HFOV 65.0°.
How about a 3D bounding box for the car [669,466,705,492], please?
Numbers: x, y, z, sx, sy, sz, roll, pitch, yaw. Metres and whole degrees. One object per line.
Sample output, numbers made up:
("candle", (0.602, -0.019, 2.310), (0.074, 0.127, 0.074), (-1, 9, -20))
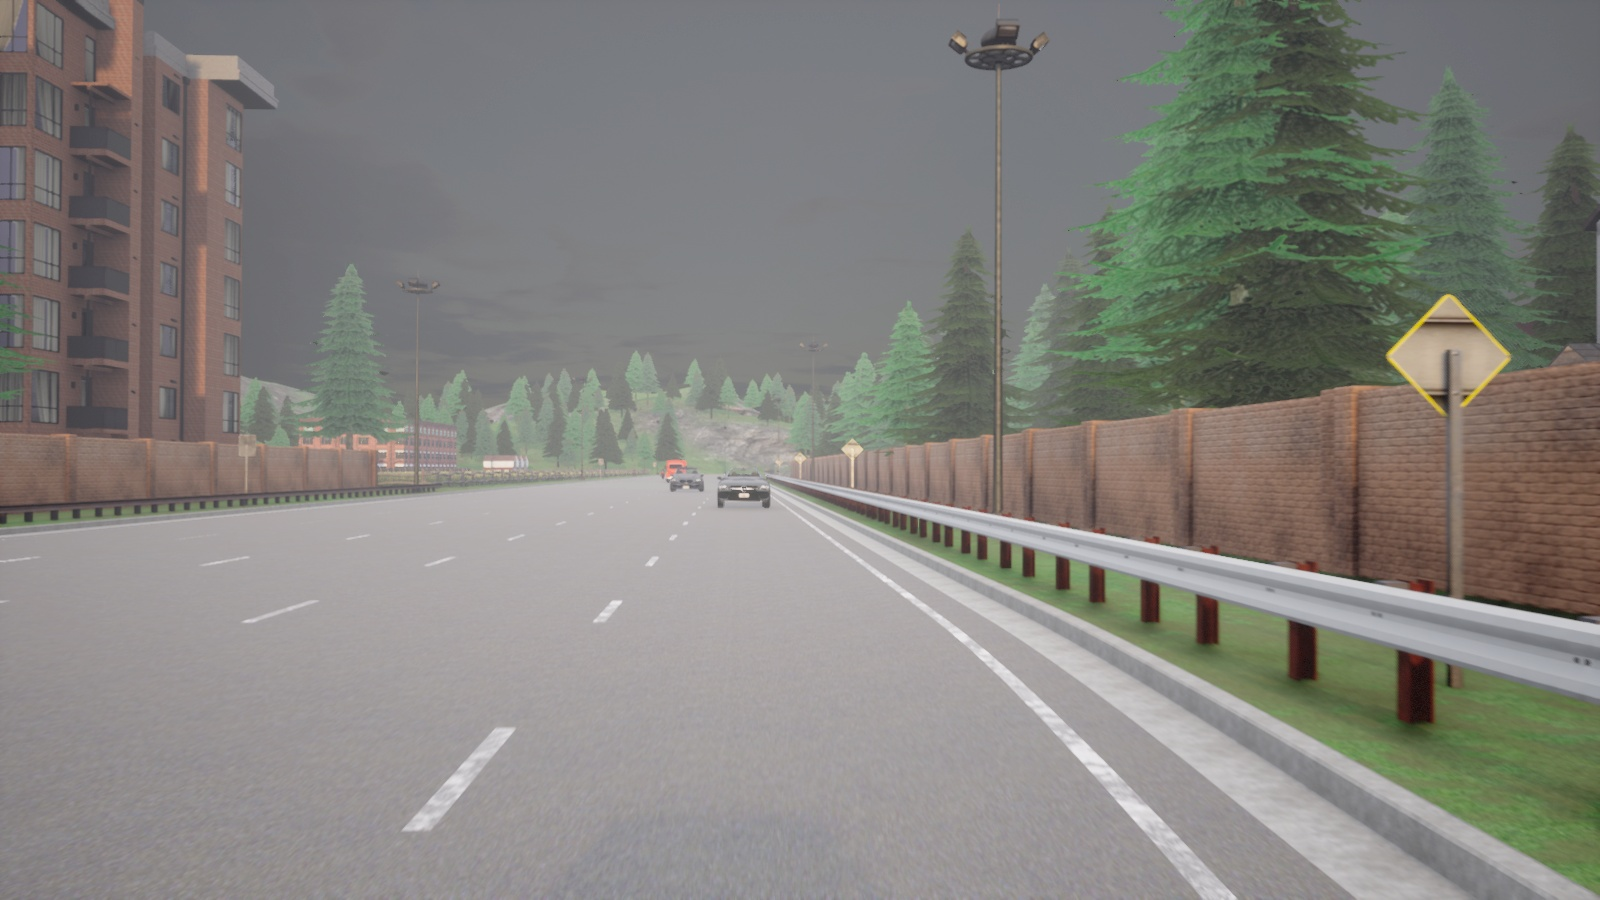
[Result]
("car", (-7.561, 1.912, 84.167), (2.242, 1.667, 4.611), (0, -1, -3))

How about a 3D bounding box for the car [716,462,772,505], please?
("car", (-2.298, 1.342, 51.011), (2.152, 1.651, 5.027), (0, -1, -3))
